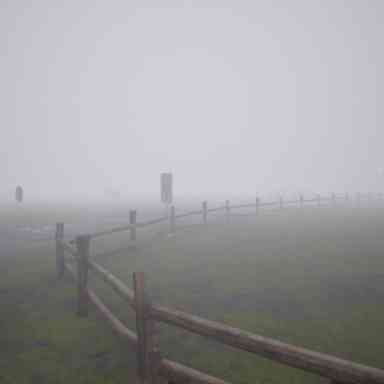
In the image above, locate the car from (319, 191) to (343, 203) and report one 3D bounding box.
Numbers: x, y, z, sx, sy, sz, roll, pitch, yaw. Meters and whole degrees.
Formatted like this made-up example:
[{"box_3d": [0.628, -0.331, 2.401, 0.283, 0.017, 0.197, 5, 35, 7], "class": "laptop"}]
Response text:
[{"box_3d": [19.404, 0.637, 46.727, 5.008, 1.535, 1.882, -1, 1, -43], "class": "car"}]
